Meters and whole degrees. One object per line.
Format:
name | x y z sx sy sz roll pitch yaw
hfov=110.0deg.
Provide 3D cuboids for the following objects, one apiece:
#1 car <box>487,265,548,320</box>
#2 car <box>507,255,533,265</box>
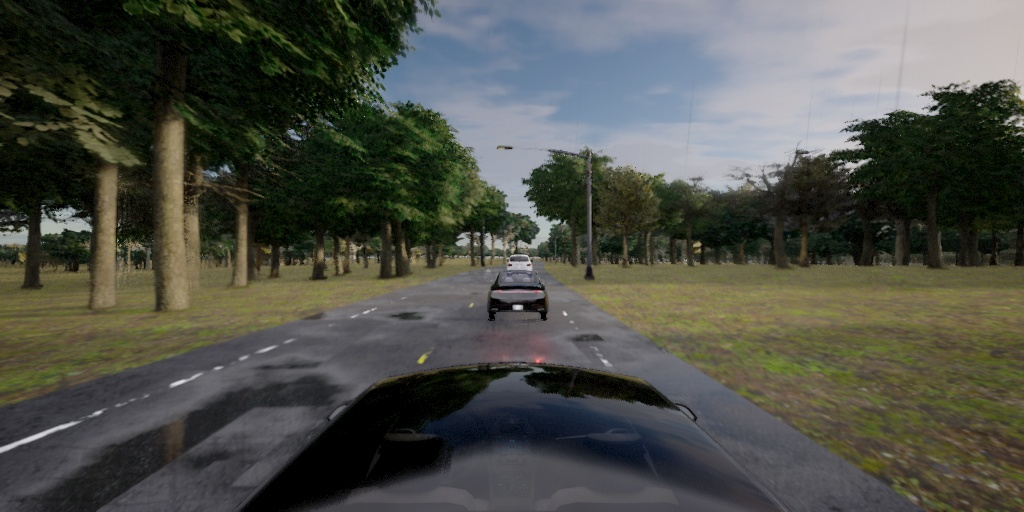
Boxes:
car | 0.200 1.234 12.567 2.128 1.511 4.902 0 0 1
car | 0.725 0.935 32.835 2.150 2.045 5.566 0 0 2
